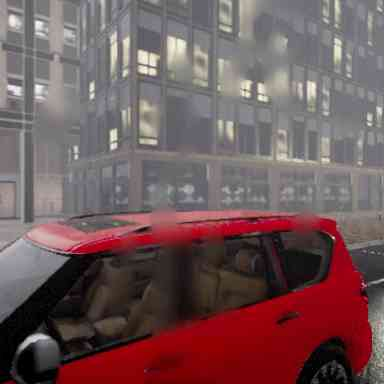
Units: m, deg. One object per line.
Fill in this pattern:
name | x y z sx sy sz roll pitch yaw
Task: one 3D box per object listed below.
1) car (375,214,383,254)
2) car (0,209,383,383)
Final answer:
car | 9.383 1.591 13.257 4.829 1.417 1.752 0 0 -36
car | -0.668 1.227 2.887 5.566 2.045 2.150 0 0 -35
